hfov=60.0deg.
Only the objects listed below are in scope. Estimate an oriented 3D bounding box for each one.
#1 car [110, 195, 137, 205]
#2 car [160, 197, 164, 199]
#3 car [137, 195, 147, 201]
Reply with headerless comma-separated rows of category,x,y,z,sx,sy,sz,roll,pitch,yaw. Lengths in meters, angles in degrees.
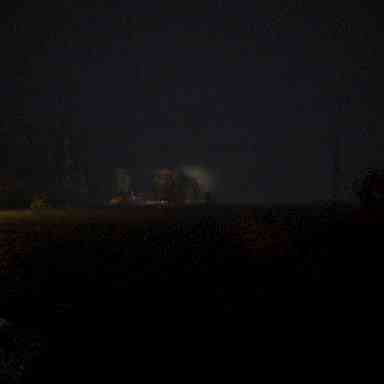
car,-13.237,1.577,63.011,1.882,1.535,5.008,1,1,32
car,-5.841,1.558,75.402,1.895,1.301,4.718,1,0,30
car,-11.842,1.277,72.098,1.895,1.301,4.718,1,0,31
